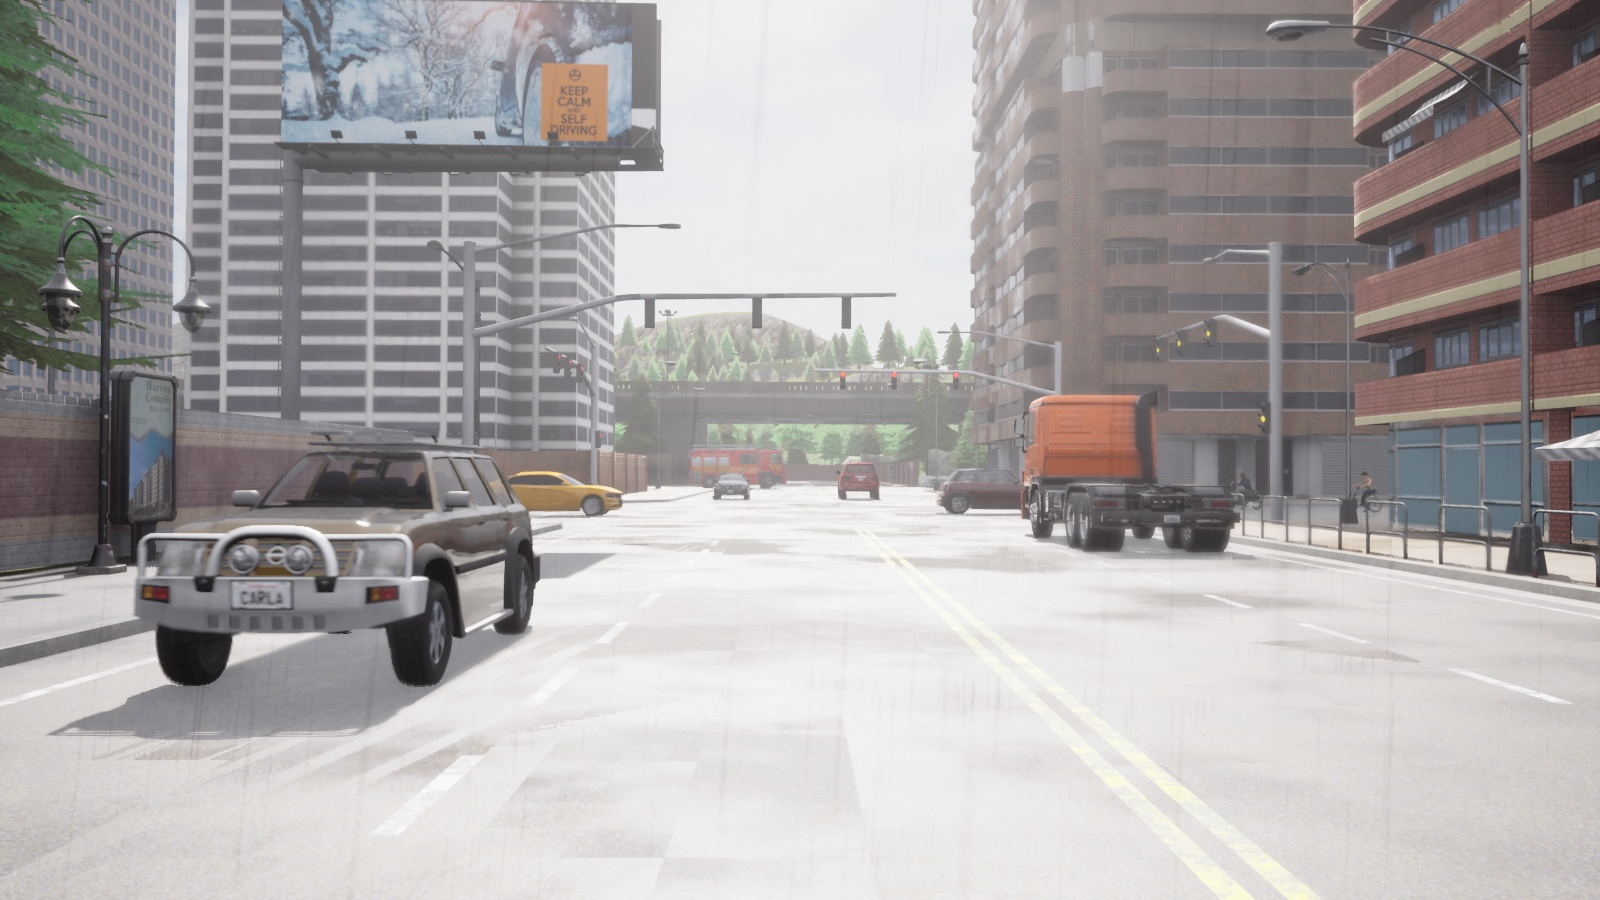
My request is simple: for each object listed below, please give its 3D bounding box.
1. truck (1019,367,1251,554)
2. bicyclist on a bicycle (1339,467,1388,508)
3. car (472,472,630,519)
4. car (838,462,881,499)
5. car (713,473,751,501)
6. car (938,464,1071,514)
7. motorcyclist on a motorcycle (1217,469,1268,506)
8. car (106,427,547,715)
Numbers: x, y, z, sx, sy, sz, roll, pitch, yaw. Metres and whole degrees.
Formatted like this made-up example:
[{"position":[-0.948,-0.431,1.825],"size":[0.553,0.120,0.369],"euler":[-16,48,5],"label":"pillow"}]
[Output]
[{"position":[6.917,0.263,27.349],"size":[2.891,3.462,7.936],"euler":[0,-1,0],"label":"truck"},{"position":[22.322,1.495,49.752],"size":[1.509,1.612,0.866],"euler":[0,-1,0],"label":"bicyclist on a bicycle"},{"position":[-8.441,1.544,42.834],"size":[5.008,1.535,1.882],"euler":[0,-1,0],"label":"car"},{"position":[3.307,1.713,71.200],"size":[2.150,2.045,5.566],"euler":[0,-1,0],"label":"car"},{"position":[-3.696,2.011,68.991],"size":[1.812,1.442,4.674],"euler":[0,-1,0],"label":"car"},{"position":[7.475,1.419,46.296],"size":[4.553,1.767,2.097],"euler":[0,-1,0],"label":"car"},{"position":[18.769,1.585,53.265],"size":[1.817,1.590,0.866],"euler":[0,-1,0],"label":"motorcyclist on a motorcycle"},{"position":[-3.531,0.820,10.439],"size":[1.932,1.855,4.605],"euler":[0,-1,0],"label":"car"}]
